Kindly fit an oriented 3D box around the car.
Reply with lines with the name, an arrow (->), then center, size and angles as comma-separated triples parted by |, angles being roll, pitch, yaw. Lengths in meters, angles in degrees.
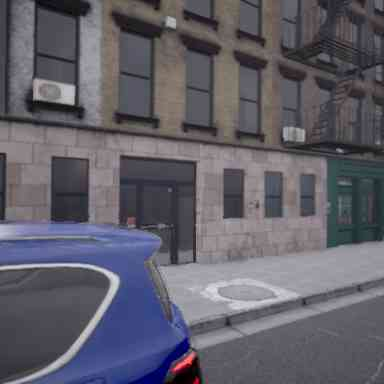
car -> -2.534, 1.233, 1.425 | 5.566, 2.045, 2.150 | 1, -1, -33
